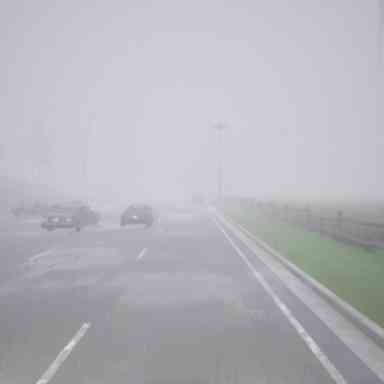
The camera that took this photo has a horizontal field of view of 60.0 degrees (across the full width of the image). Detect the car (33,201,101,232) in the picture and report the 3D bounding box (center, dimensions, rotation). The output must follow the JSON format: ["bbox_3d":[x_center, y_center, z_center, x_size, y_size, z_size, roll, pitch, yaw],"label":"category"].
[{"bbox_3d":[-6.934,1.461,19.551,2.033,1.411,5.357,0,0,0],"label":"car"}]

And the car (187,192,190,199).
[{"bbox_3d":[-0.338,0.992,88.793,1.994,1.385,4.181,0,0,0],"label":"car"}]

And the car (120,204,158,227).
[{"bbox_3d":[-3.438,1.461,22.074,1.994,1.385,4.181,0,0,0],"label":"car"}]

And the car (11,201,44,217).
[{"bbox_3d":[-13.952,1.476,29.540,1.895,1.301,4.718,0,0,0],"label":"car"}]

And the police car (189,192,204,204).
[{"bbox_3d":[0.945,1.155,55.633,1.930,1.638,5.238,0,0,0],"label":"police car"}]

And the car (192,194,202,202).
[{"bbox_3d":[0.876,1.187,65.556,1.837,1.490,4.892,0,0,0],"label":"car"}]

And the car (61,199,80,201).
[{"bbox_3d":[-10.451,1.351,28.902,1.882,1.535,5.008,0,0,0],"label":"car"}]

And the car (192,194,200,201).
[{"bbox_3d":[0.834,1.178,71.556,1.812,1.442,4.674,0,0,0],"label":"car"}]
